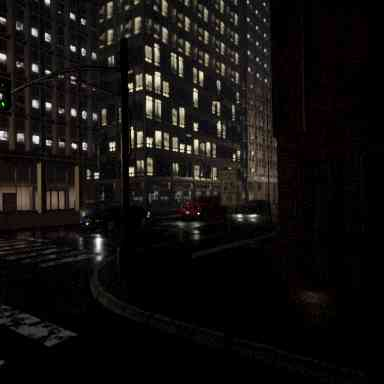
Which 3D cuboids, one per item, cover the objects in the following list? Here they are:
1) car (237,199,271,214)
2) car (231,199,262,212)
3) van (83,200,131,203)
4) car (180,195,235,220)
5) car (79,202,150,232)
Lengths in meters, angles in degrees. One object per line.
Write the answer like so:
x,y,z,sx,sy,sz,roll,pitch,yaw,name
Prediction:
7.249,1.584,37.486,1.882,1.535,5.008,-1,-1,36,car
6.839,1.689,41.379,1.752,1.417,4.829,-2,-1,36,car
-5.992,1.460,23.467,1.690,1.788,3.998,-2,-1,36,van
1.244,1.307,29.123,2.150,2.045,5.566,-1,-1,36,car
-4.645,1.571,20.934,1.837,1.490,4.892,-1,-1,33,car
